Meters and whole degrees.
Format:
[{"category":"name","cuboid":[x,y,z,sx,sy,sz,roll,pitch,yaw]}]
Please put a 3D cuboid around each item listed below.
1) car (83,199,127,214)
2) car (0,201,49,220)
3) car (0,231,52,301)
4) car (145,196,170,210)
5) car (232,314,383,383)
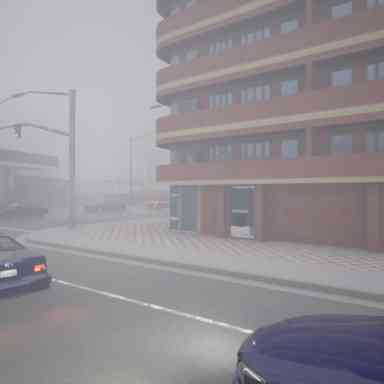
[{"category":"car","cuboid":[-9.250,1.494,35.629,1.882,1.535,5.008,0,0,34]},{"category":"car","cuboid":[-14.438,1.523,27.985,1.812,1.442,4.674,0,0,34]},{"category":"car","cuboid":[-5.342,1.545,7.693,5.357,1.411,2.033,0,0,38]},{"category":"car","cuboid":[-4.063,1.389,43.244,2.097,1.767,4.553,0,0,34]},{"category":"car","cuboid":[2.513,1.536,2.201,4.674,1.442,1.812,0,0,35]}]
